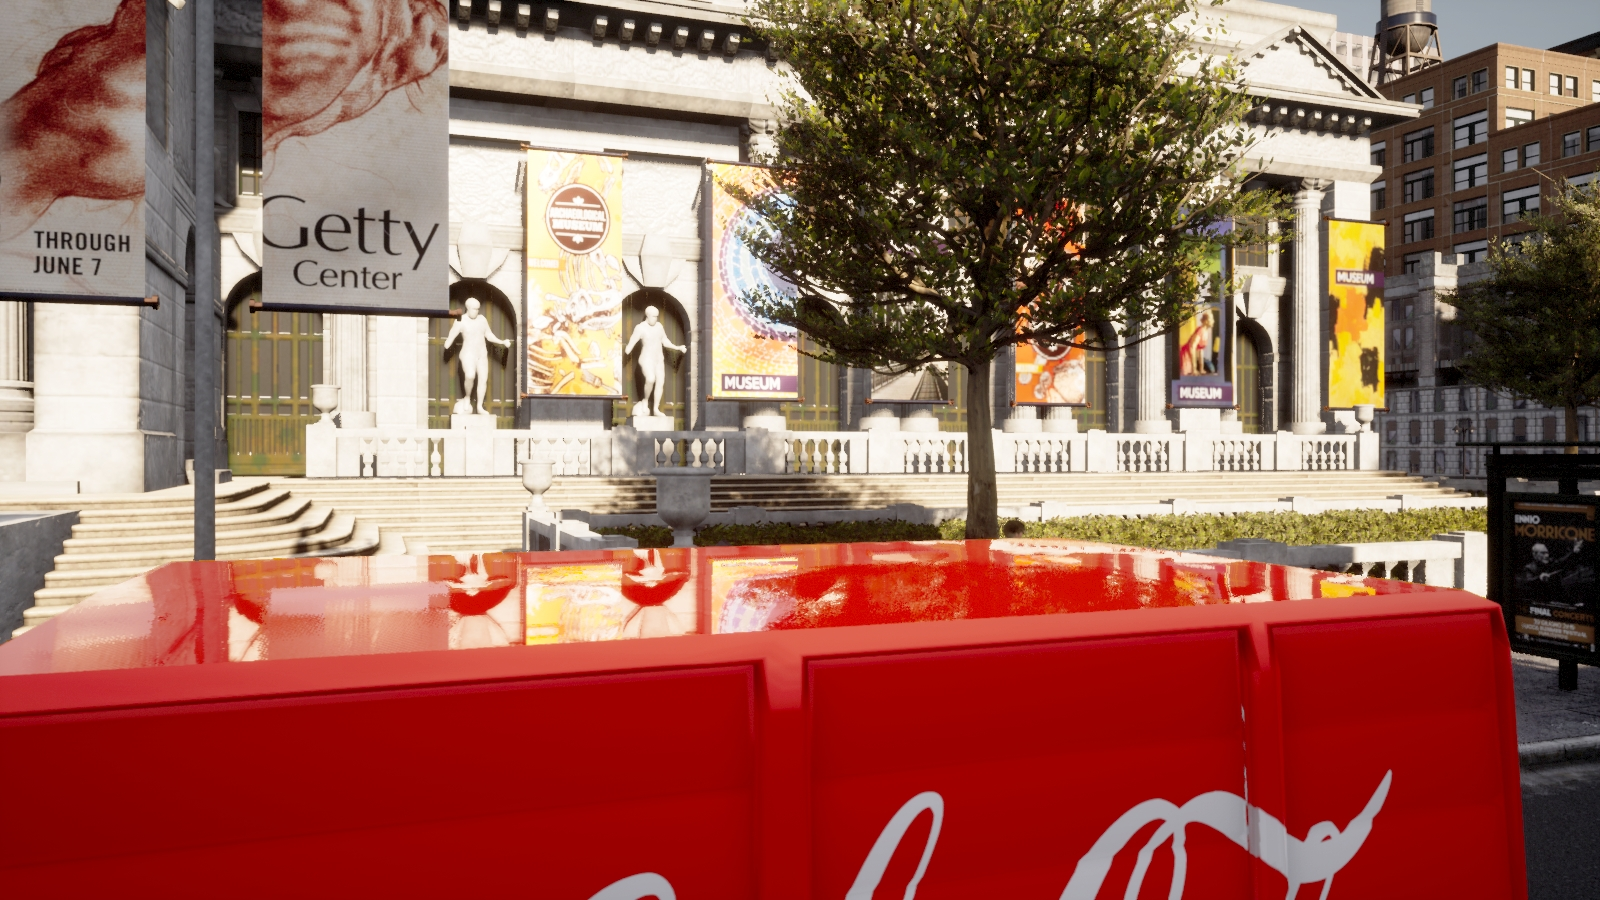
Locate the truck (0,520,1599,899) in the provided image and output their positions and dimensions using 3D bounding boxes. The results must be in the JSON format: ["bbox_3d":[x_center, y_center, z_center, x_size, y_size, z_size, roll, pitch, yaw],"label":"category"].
[{"bbox_3d":[-0.979,1.563,2.940,5.204,2.467,2.627,0,0,-20],"label":"truck"}]
